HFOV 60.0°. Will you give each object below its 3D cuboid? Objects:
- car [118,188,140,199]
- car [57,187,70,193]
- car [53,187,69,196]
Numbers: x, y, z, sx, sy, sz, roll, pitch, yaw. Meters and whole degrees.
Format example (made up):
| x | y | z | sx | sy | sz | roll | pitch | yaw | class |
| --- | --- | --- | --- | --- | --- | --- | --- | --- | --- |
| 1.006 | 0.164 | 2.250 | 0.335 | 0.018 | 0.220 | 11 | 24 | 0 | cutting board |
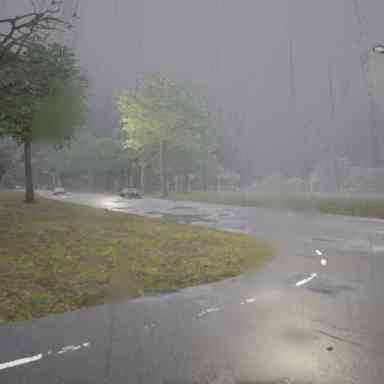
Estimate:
| x | y | z | sx | sy | sz | roll | pitch | yaw | class |
| --- | --- | --- | --- | --- | --- | --- | --- | --- | --- |
| -9.950 | 0.152 | 52.493 | 2.097 | 1.767 | 4.553 | -1 | 2 | -35 | car |
| -32.783 | -0.612 | 84.709 | 1.994 | 1.385 | 4.181 | -1 | 2 | -35 | car |
| -25.558 | -0.087 | 64.111 | 1.882 | 1.535 | 5.008 | -1 | 2 | -29 | car |
